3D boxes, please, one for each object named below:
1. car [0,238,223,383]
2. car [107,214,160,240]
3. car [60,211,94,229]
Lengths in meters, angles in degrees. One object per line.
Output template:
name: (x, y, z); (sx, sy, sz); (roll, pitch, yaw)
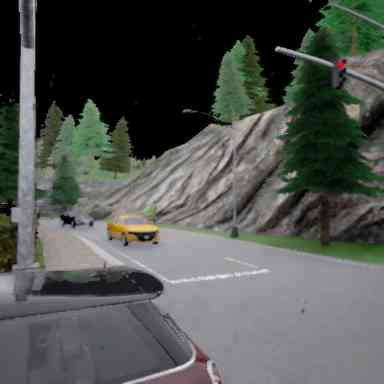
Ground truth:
car: (-2.002, 1.426, 2.114); (4.553, 1.767, 2.097); (1, -2, -26)
car: (-3.416, 2.069, 18.869); (1.882, 1.535, 5.008); (1, -2, -28)
car: (-10.534, 2.455, 30.338); (2.128, 1.511, 4.902); (1, -2, -39)
